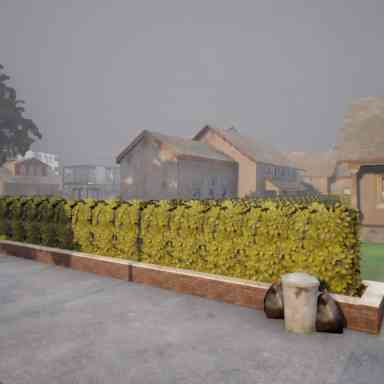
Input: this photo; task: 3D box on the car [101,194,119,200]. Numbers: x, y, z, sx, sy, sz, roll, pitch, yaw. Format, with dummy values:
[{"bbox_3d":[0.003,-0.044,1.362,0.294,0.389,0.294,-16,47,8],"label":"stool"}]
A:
[{"bbox_3d":[-9.749,1.222,44.254,2.150,2.045,5.566,0,0,35],"label":"car"}]
